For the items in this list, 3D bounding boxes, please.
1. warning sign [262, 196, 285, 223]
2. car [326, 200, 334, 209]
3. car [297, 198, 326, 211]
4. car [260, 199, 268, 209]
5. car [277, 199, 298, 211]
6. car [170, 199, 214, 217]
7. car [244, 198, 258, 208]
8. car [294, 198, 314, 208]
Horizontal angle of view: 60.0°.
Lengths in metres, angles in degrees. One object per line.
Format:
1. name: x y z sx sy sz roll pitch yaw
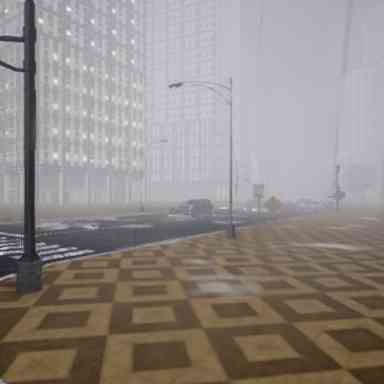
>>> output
1. warning sign: 5.783 1.198 23.686 1.300 1.860 1.060 1 0 34
2. car: 20.857 1.864 51.833 1.895 1.301 4.718 0 0 31
3. car: 15.756 1.813 43.611 1.895 1.301 4.718 0 0 33
4. car: 12.265 1.750 50.306 1.812 1.442 4.674 0 0 32
5. car: 12.845 1.806 45.092 1.895 1.301 4.718 0 0 33
6. car: 0.300 1.447 32.440 2.097 1.767 4.553 0 0 34
7. car: 9.918 1.784 52.656 1.837 1.490 4.892 0 0 32
8. car: 18.062 1.736 53.491 1.882 1.535 5.008 0 0 31
